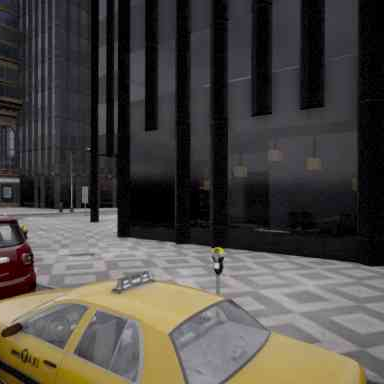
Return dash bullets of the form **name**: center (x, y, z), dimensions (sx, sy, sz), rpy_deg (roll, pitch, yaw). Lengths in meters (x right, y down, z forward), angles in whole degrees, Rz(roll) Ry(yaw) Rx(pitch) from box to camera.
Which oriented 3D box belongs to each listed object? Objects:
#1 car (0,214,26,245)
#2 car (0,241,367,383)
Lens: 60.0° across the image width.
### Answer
- **car**: center (-5.097, 1.313, 6.552), dimensions (5.009, 1.841, 2.192), rpy_deg (0, 0, 35)
- **car**: center (-0.803, 1.525, 3.524), dimensions (4.829, 1.417, 1.752), rpy_deg (0, 0, 35)
